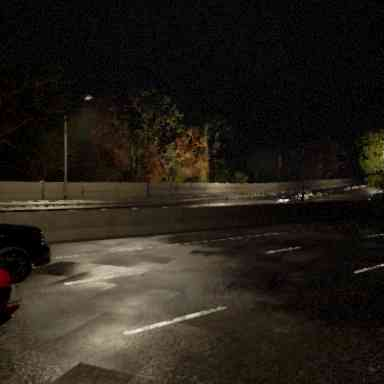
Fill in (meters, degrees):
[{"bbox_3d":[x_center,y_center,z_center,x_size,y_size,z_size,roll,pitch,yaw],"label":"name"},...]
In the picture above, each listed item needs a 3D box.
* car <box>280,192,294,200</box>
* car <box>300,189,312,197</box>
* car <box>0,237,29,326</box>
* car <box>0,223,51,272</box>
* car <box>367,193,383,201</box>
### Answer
[{"bbox_3d":[19.244,0.798,67.525,2.128,1.511,4.902,0,1,31],"label":"car"},{"bbox_3d":[27.735,0.211,80.909,2.097,1.767,4.553,0,2,33],"label":"car"},{"bbox_3d":[-4.998,1.603,4.484,4.718,1.301,1.895,0,0,-35],"label":"car"},{"bbox_3d":[-6.363,1.222,7.807,5.566,2.045,2.150,0,0,-35],"label":"car"},{"bbox_3d":[32.292,1.164,56.998,5.566,2.045,2.150,0,0,-35],"label":"car"}]
